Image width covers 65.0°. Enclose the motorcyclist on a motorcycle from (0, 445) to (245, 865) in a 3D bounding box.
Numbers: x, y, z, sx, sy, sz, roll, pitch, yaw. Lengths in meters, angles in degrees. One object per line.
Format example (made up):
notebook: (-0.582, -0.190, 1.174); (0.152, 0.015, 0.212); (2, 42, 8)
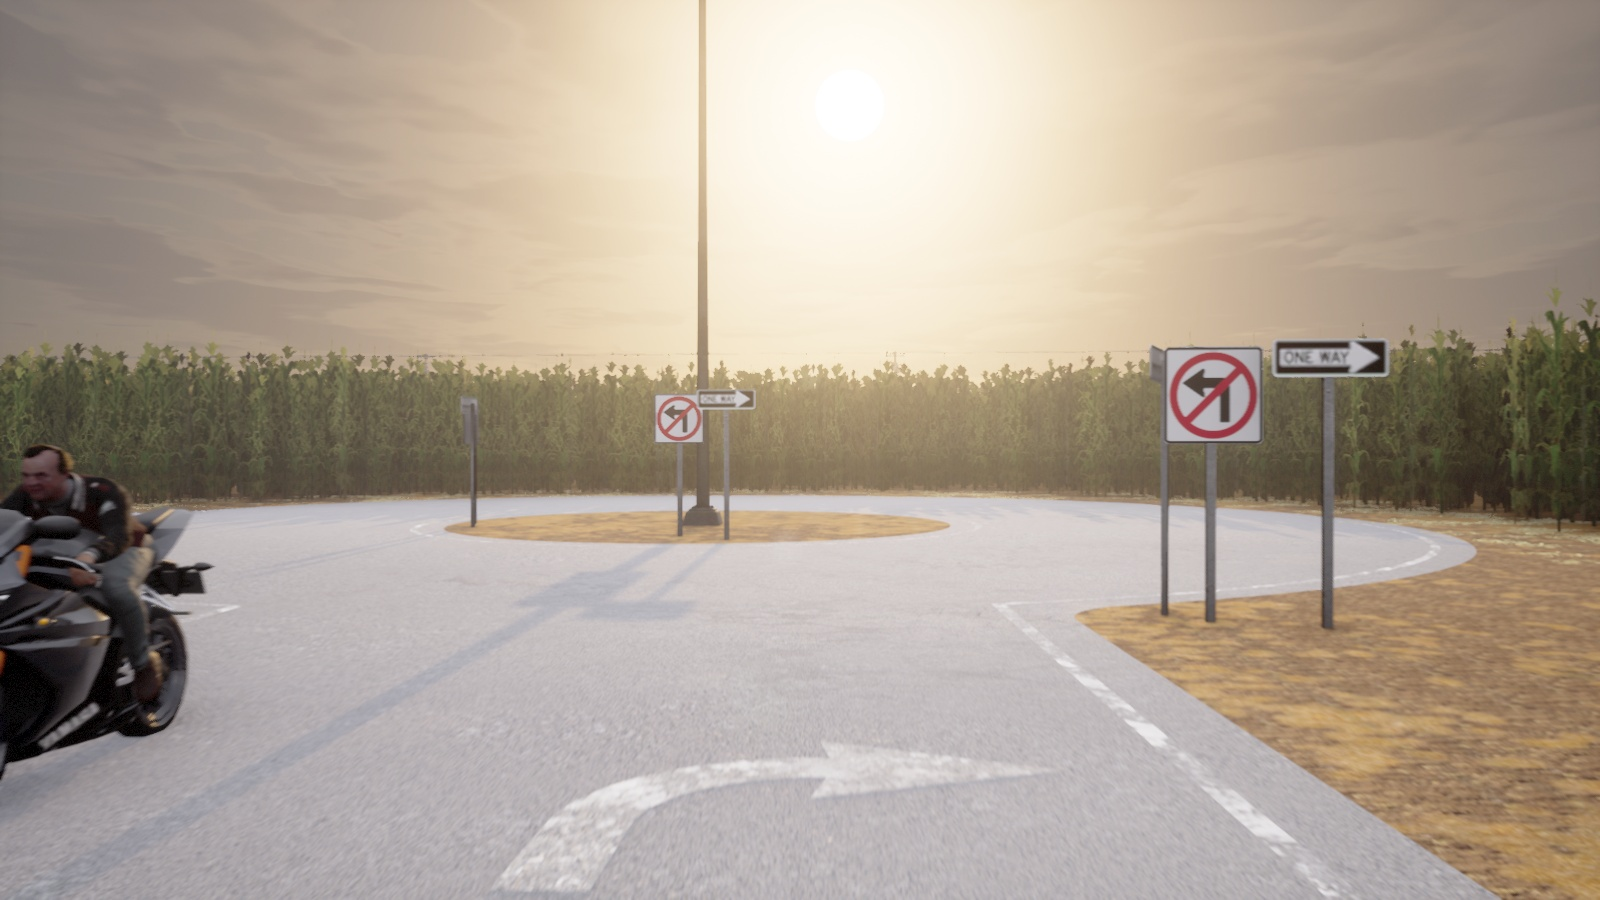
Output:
motorcyclist on a motorcycle: (-3.368, 0.747, 5.549); (0.866, 1.530, 2.191); (0, 0, -1)
